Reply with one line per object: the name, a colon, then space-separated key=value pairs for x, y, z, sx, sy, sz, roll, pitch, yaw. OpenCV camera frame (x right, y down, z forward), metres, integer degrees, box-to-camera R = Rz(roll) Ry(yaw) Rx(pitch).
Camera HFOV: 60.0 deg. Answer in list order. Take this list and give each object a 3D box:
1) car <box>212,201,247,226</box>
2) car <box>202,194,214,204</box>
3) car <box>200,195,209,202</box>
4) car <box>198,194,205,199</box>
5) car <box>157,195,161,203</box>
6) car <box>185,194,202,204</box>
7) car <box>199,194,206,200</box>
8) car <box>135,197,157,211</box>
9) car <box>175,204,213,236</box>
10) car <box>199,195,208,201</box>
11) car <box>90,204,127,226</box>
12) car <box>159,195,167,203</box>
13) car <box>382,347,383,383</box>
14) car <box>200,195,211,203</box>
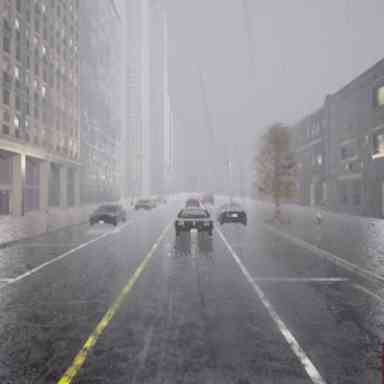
car: x=2.696 y=1.516 z=23.046 sx=1.947 sy=1.339 sz=4.313 roll=1 pitch=0 yaw=0
car: x=2.692 y=1.176 z=56.321 sx=2.192 sy=1.841 sz=5.009 roll=1 pitch=0 yaw=0
car: x=2.685 y=1.374 z=72.960 sx=1.947 sy=1.339 sz=4.313 roll=1 pitch=0 yaw=0
car: x=2.681 y=1.286 z=94.472 sx=2.008 sy=1.369 sz=4.403 roll=1 pitch=0 yaw=0
car: x=-5.690 y=1.474 z=45.224 sx=1.802 sy=1.307 sz=4.206 roll=1 pitch=0 yaw=0
car: x=0.088 y=1.398 z=45.071 sx=1.837 sy=1.490 sz=4.892 roll=0 pitch=0 yaw=0
car: x=2.682 y=1.279 z=89.164 sx=1.752 sy=1.417 sz=4.829 roll=1 pitch=0 yaw=0
car: x=-5.688 y=1.473 z=39.679 sx=1.947 sy=1.339 sz=4.313 roll=1 pitch=0 yaw=0
car: x=0.096 y=1.562 z=18.225 sx=1.895 sy=1.301 sz=4.718 roll=0 pitch=0 yaw=0
car: x=2.683 y=1.356 z=78.504 sx=1.947 sy=1.339 sz=4.313 roll=1 pitch=0 yaw=0
car: x=-5.685 y=1.516 z=23.041 sx=1.947 sy=1.339 sz=4.313 roll=1 pitch=0 yaw=0
car: x=-5.691 y=1.285 z=61.862 sx=1.967 sy=1.590 sz=4.097 roll=1 pitch=0 yaw=0
car: x=2.704 y=1.313 z=0.862 sx=2.192 sy=1.841 sz=5.009 roll=1 pitch=0 yaw=0
car: x=2.686 y=1.371 z=67.414 sx=1.887 sy=1.381 sz=4.507 roll=1 pitch=0 yaw=0
